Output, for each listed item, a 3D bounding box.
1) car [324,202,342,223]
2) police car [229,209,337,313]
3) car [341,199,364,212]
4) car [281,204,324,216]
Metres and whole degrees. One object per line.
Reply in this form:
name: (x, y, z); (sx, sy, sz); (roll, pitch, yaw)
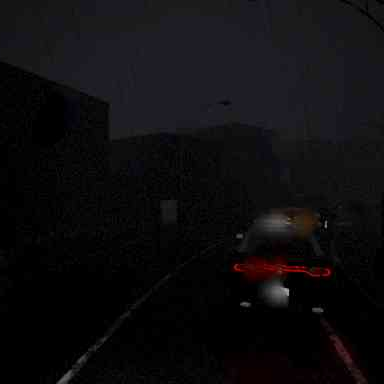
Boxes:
car: (8.033, 1.537, 21.451); (1.837, 1.490, 4.892); (1, 0, 34)
police car: (2.048, 1.428, 7.952); (1.930, 1.638, 5.238); (0, 0, 13)
car: (18.533, 1.552, 39.083); (4.902, 1.511, 2.128); (0, 1, -43)
car: (5.189, 1.493, 16.621); (1.882, 1.535, 5.008); (1, 0, 26)
